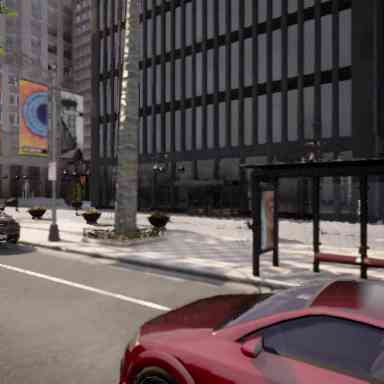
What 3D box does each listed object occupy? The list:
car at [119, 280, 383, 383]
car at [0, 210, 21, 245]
[{"bbox_3d":[1.294,1.562,3.009,4.181,1.385,1.994,0,0,36],"label":"car"},{"bbox_3d":[-9.205,1.456,14.214,4.892,1.521,2.231,0,0,35],"label":"car"}]
